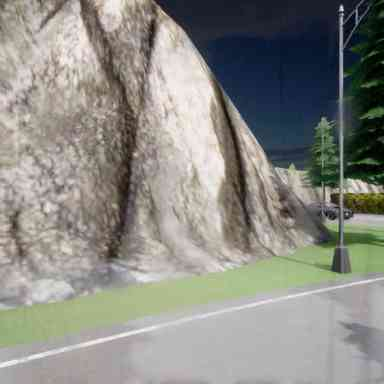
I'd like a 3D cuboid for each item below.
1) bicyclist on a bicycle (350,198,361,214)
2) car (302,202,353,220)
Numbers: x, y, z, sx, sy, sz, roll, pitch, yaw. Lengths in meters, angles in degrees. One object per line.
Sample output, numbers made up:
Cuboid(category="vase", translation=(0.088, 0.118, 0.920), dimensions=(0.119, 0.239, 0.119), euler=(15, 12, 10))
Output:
Cuboid(category="bicyclist on a bicycle", translation=(16.381, 1.453, 33.343), dimensions=(1.656, 1.620, 0.582), euler=(0, 0, -28))
Cuboid(category="car", translation=(11.298, 1.564, 27.960), dimensions=(1.994, 1.385, 4.181), euler=(0, 0, -27))
